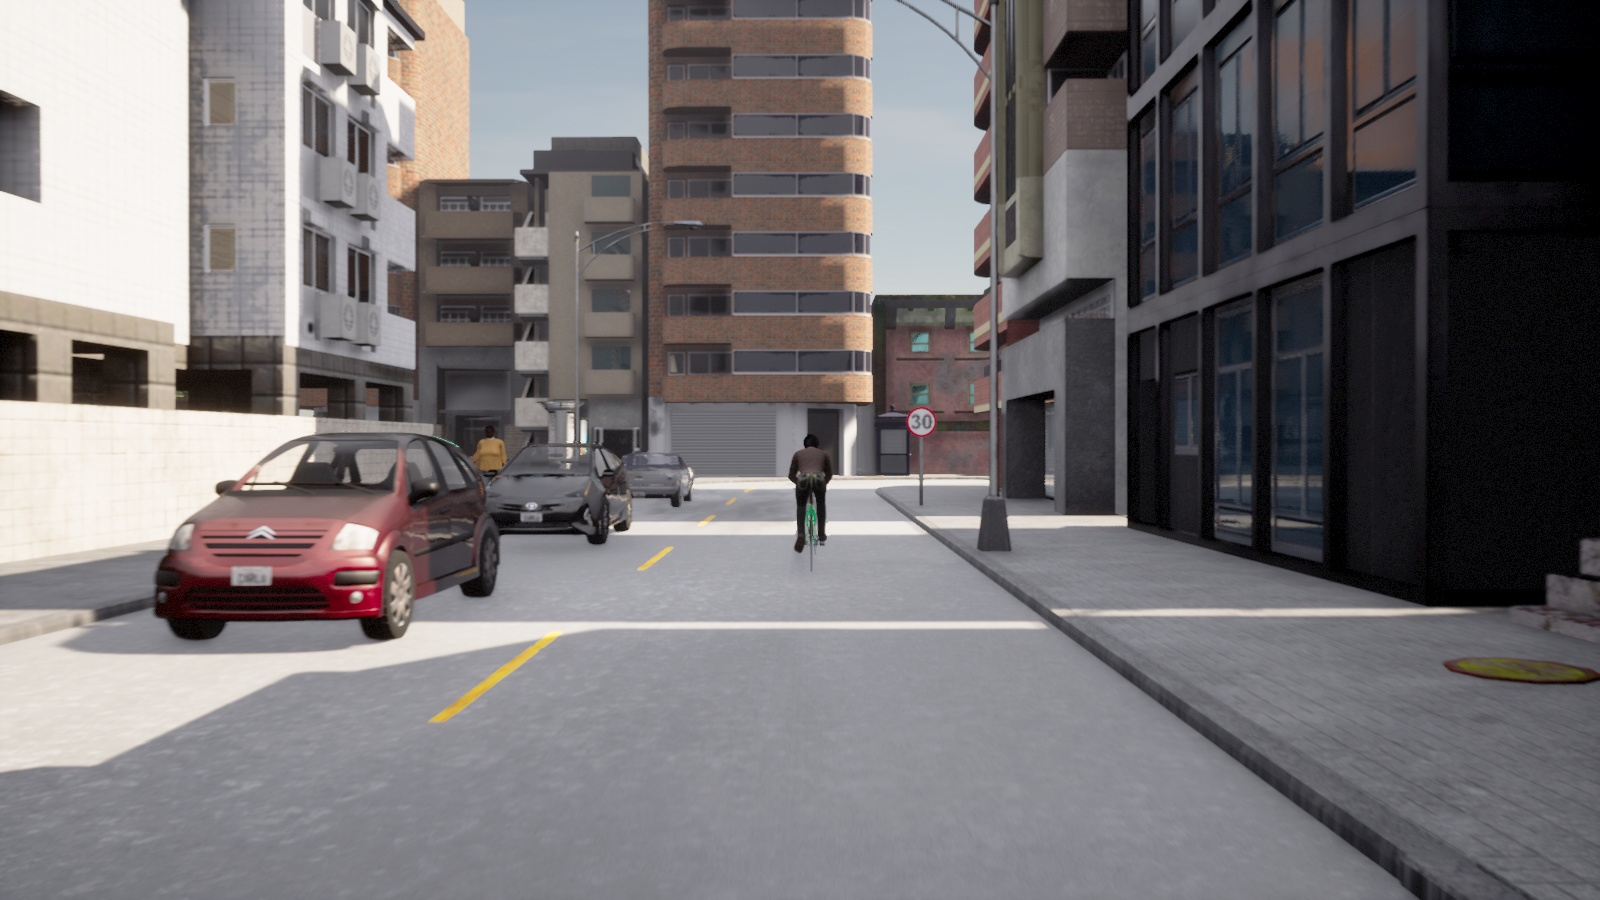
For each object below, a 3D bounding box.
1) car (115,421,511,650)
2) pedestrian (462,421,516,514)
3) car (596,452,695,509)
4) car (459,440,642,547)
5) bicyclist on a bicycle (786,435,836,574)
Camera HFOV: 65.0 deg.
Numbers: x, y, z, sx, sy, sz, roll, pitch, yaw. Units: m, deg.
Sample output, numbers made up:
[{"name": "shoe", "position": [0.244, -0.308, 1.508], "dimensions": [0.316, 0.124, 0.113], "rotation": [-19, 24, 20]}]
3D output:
[{"name": "car", "position": [-3.901, 0.596, 10.861], "dimensions": [1.851, 1.617, 3.988], "rotation": [0, 0, 0]}, {"name": "pedestrian", "position": [-6.311, 0.343, 25.535], "dimensions": [0.874, 1.855, 0.900], "rotation": [0, 0, -1]}, {"name": "car", "position": [-3.766, 0.711, 31.377], "dimensions": [1.895, 1.301, 4.718], "rotation": [0, 0, 0]}, {"name": "car", "position": [-3.834, 0.605, 20.123], "dimensions": [2.007, 1.525, 4.514], "rotation": [0, 0, 0]}, {"name": "bicyclist on a bicycle", "position": [0.133, 0.634, 15.409], "dimensions": [0.582, 1.620, 1.656], "rotation": [0, 0, 0]}]
